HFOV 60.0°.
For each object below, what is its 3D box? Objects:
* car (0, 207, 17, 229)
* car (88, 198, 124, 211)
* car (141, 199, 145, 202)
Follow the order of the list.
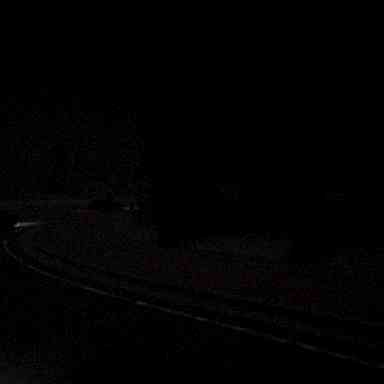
[{"bbox_3d":[-11.783,1.547,19.307,2.033,1.411,5.357,0,0,-14],"label":"car"},{"bbox_3d":[-10.633,1.478,41.387,1.882,1.535,5.008,0,0,31],"label":"car"},{"bbox_3d":[-5.445,1.478,49.259,1.882,1.535,5.008,0,0,35],"label":"car"}]
